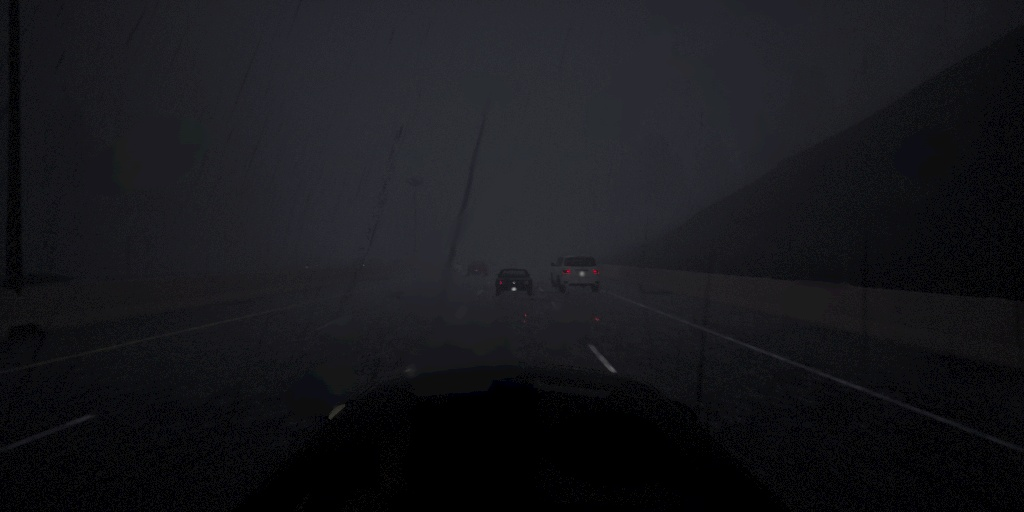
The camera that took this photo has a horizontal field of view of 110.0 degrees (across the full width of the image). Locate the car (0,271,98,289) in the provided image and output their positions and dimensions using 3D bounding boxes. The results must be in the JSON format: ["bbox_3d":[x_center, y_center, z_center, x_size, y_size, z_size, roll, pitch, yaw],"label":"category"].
[{"bbox_3d":[-17.591,1.274,12.663,1.812,1.442,4.674,0,0,0],"label":"car"}]

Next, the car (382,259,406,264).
[{"bbox_3d":[-17.530,1.225,54.375,1.882,1.535,5.008,0,0,1],"label":"car"}]

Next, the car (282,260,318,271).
[{"bbox_3d":[-28.038,1.294,47.637,2.033,1.411,5.357,0,0,1],"label":"car"}]

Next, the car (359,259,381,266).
[{"bbox_3d":[-21.027,1.252,54.713,1.837,1.490,4.892,0,0,1],"label":"car"}]

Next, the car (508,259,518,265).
[{"bbox_3d":[0.097,1.294,65.422,2.033,1.411,5.357,0,0,0],"label":"car"}]

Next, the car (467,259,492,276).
[{"bbox_3d":[-3.403,1.225,36.665,1.882,1.535,5.008,0,0,0],"label":"car"}]

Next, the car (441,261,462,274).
[{"bbox_3d":[-6.898,1.273,40.972,1.812,1.442,4.674,0,0,0],"label":"car"}]

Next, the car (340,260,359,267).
[{"bbox_3d":[-24.531,1.269,55.083,1.812,1.442,4.674,0,0,1],"label":"car"}]

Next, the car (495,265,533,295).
[{"bbox_3d":[0.098,1.350,19.968,1.895,1.301,4.718,0,0,0],"label":"car"}]

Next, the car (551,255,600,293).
[{"bbox_3d":[3.599,0.971,21.086,2.150,2.045,5.566,0,0,0],"label":"car"}]
